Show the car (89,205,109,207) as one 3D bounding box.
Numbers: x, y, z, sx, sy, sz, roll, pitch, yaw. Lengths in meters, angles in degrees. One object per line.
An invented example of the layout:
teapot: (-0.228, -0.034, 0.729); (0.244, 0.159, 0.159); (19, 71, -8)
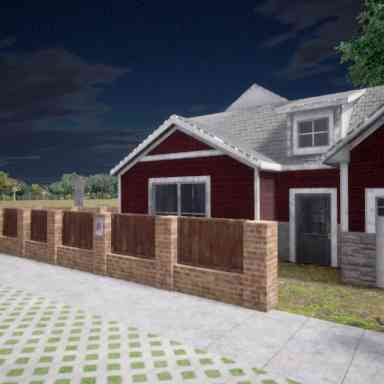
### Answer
car: (-8.146, 1.805, 28.515); (2.033, 1.411, 5.357); (-1, -1, 35)
